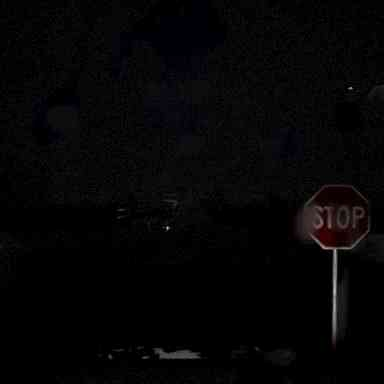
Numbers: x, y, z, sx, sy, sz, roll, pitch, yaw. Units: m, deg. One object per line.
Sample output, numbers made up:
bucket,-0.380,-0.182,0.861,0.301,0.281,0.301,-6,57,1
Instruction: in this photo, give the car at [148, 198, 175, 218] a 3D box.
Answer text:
car,-2.891,1.560,30.866,1.882,1.535,5.008,0,0,0

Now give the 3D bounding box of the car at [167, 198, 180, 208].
car,-2.910,1.731,54.027,1.837,1.490,4.892,0,-1,0

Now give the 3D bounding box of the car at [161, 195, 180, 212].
car,-2.909,1.350,41.482,2.150,2.045,5.566,0,0,-1
